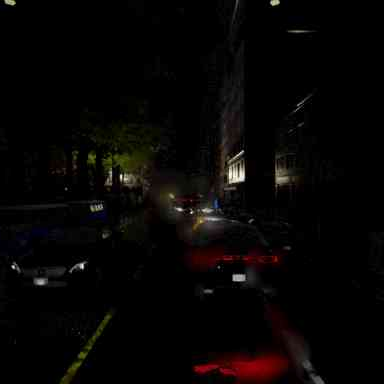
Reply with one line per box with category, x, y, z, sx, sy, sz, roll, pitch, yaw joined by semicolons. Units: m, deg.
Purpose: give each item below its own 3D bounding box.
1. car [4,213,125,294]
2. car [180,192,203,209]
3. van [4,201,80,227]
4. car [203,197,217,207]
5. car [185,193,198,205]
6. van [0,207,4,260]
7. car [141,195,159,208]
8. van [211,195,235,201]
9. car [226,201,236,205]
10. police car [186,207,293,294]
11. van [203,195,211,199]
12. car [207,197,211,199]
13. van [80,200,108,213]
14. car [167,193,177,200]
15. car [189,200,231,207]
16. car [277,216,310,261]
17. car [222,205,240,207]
car;-3.011;1.524;8.950;1.812;1.442;4.674;0;0;0
car;-0.053;1.185;44.775;2.150;2.045;5.566;0;0;0
van;-5.686;1.338;12.117;1.690;1.788;3.998;0;0;0
car;2.792;1.518;51.776;1.947;1.339;4.313;0;0;0
car;-0.074;1.160;59.370;2.150;2.045;5.566;0;0;0
van;-5.678;1.340;6.459;1.690;1.788;3.998;0;0;0
car;-5.726;1.277;46.064;2.192;1.841;5.009;0;0;0
van;2.819;1.325;29.134;1.690;1.788;3.998;0;0;0
car;2.826;1.571;23.474;1.802;1.307;4.206;0;0;0
police car;0.889;1.423;8.893;1.930;1.638;5.238;0;0;0
van;2.798;1.303;46.115;1.690;1.788;3.998;0;0;0
car;2.813;1.522;34.795;1.887;1.381;4.507;0;0;0
van;-5.692;1.334;17.775;1.690;1.788;3.998;0;0;0
car;-5.781;1.403;89.583;1.752;1.417;4.829;0;0;0
car;0.876;1.448;18.973;1.801;1.575;5.366;0;0;0
car;2.841;1.541;12.153;1.887;1.381;4.507;0;0;0
car;2.834;1.575;17.813;1.802;1.307;4.206;0;0;0
